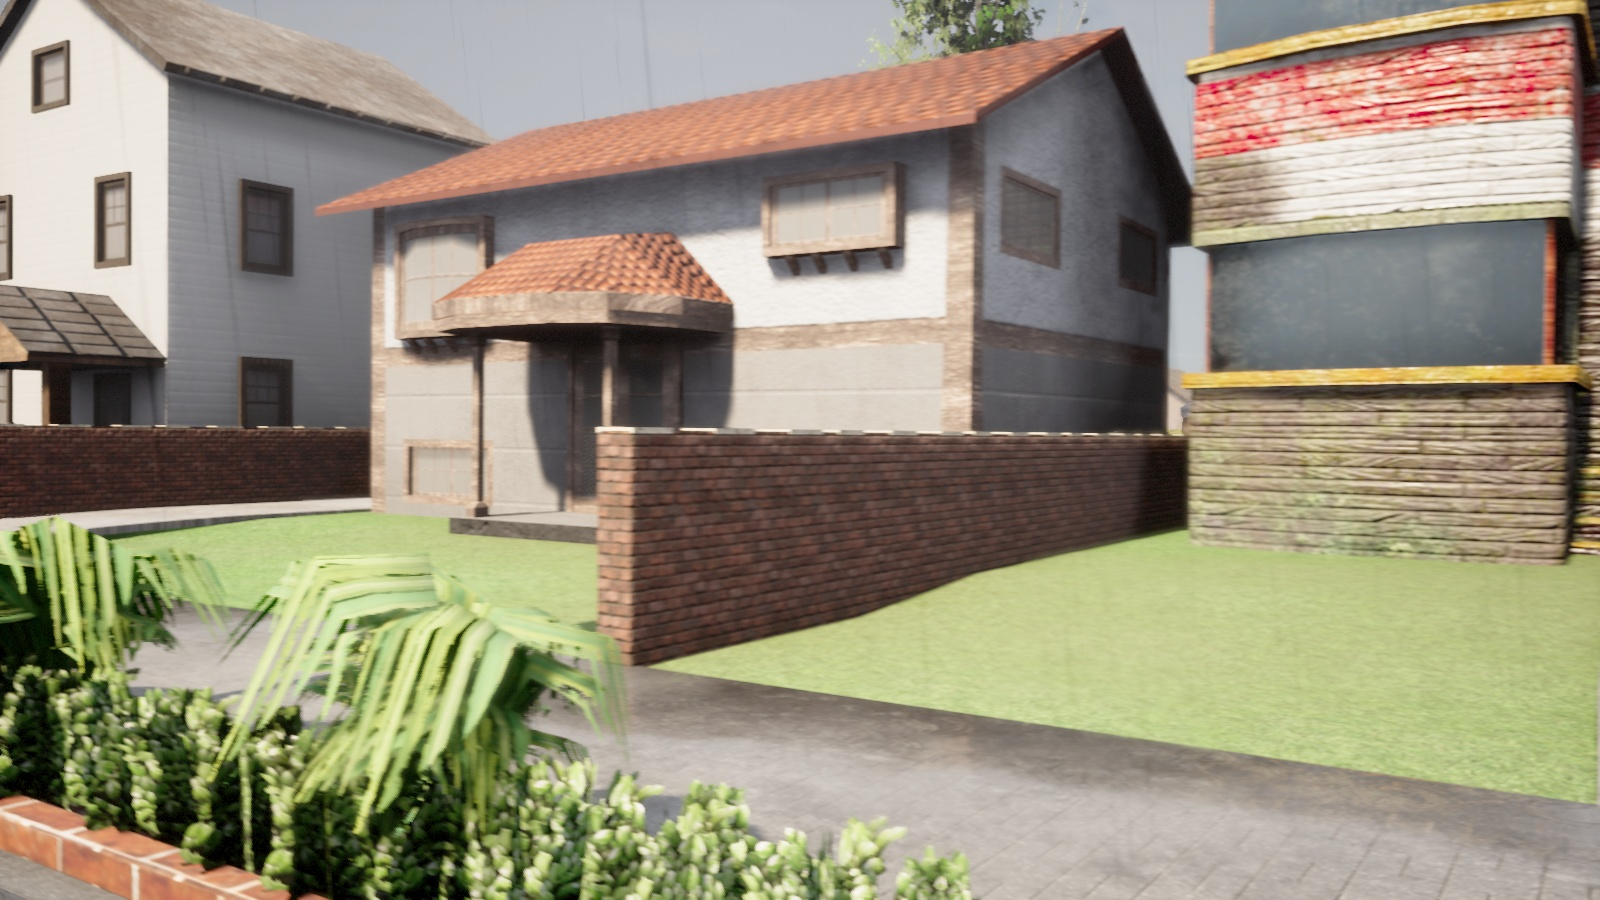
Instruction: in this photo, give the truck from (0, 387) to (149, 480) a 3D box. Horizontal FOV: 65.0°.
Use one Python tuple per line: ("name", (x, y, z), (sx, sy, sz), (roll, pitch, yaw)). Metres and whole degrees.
("truck", (-30.260, -0.649, 49.247), (2.891, 3.462, 7.936), (0, 1, 34))
